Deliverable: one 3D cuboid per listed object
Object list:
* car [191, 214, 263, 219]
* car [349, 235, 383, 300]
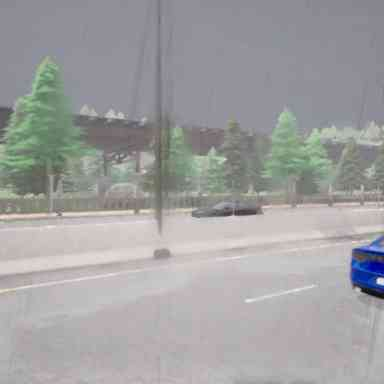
[{"bbox_3d":[2.309,1.296,21.621,5.008,1.535,1.882,0,0,-30],"label":"car"},{"bbox_3d":[5.493,1.413,7.057,5.008,1.535,1.882,0,0,-30],"label":"car"}]
